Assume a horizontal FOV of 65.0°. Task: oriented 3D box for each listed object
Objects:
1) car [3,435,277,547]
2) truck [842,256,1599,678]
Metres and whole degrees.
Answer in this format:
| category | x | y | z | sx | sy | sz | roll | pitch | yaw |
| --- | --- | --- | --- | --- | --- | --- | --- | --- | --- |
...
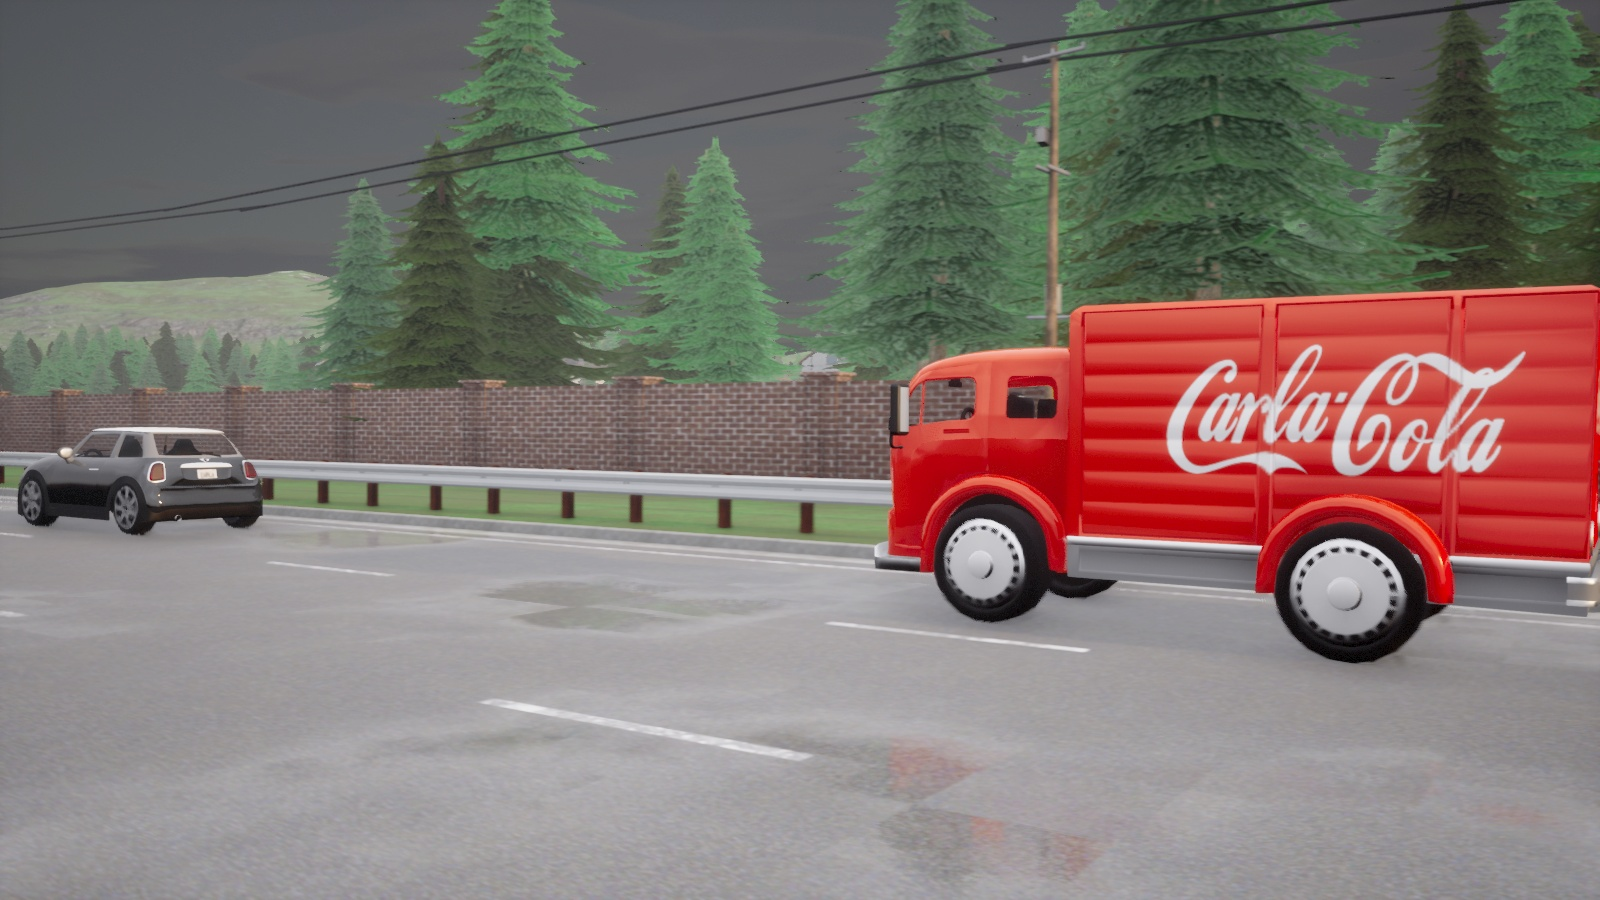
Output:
| category | x | y | z | sx | sy | sz | roll | pitch | yaw |
| --- | --- | --- | --- | --- | --- | --- | --- | --- | --- |
| car | -9.756 | 0.533 | 18.507 | 3.806 | 1.475 | 1.970 | 0 | 1 | 34 |
| truck | 3.242 | 0.081 | 9.863 | 5.204 | 2.467 | 2.627 | 0 | 1 | 34 |
